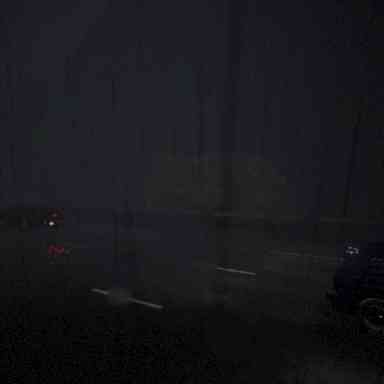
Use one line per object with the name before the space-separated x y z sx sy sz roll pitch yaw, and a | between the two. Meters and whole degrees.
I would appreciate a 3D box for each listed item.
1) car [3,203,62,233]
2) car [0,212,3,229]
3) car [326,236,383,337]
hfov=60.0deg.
car | -9.574 1.434 19.421 4.892 1.490 1.837 1 0 36
car | -11.590 1.493 16.559 4.181 1.385 1.994 1 0 35
car | 4.623 1.600 4.993 4.718 1.301 1.895 0 0 35
